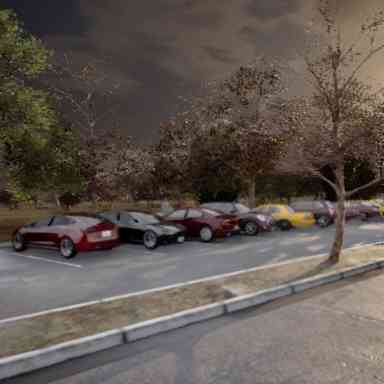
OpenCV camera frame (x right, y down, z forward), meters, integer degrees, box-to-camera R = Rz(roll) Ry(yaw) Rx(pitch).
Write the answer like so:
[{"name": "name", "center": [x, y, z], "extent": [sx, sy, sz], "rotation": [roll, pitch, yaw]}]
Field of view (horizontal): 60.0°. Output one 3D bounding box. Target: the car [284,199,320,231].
[{"name": "car", "center": [4.493, 1.416, 19.907], "extent": [5.366, 1.575, 1.946], "rotation": [-1, 0, 33]}]

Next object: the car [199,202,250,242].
[{"name": "car", "center": [-0.063, 1.451, 16.223], "extent": [5.008, 1.535, 2.097], "rotation": [-1, 0, 33]}]

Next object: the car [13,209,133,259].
[{"name": "car", "center": [-4.859, 1.518, 12.721], "extent": [4.792, 1.488, 2.163], "rotation": [-1, 0, 34]}]

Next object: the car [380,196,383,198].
[{"name": "car", "center": [14.118, 1.337, 27.046], "extent": [5.366, 1.575, 1.946], "rotation": [-1, -1, 31]}]

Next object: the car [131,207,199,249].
[{"name": "car", "center": [-2.412, 1.499, 14.447], "extent": [4.792, 1.488, 2.163], "rotation": [-1, -1, 34]}]

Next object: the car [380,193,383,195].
[{"name": "car", "center": [18.572, 1.181, 30.864], "extent": [4.553, 1.767, 2.185], "rotation": [-1, 0, 31]}]

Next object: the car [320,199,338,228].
[{"name": "car", "center": [7.018, 1.271, 21.603], "extent": [4.553, 1.767, 2.185], "rotation": [-1, 0, 32]}]

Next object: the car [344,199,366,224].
[{"name": "car", "center": [9.329, 1.419, 23.442], "extent": [4.674, 1.452, 2.002], "rotation": [-1, 0, 32]}]

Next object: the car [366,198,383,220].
[{"name": "car", "center": [11.649, 1.401, 25.282], "extent": [4.674, 1.452, 2.002], "rotation": [-1, 0, 32]}]

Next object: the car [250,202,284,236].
[{"name": "car", "center": [2.272, 1.309, 18.034], "extent": [4.553, 1.767, 2.185], "rotation": [-1, -1, 33]}]
